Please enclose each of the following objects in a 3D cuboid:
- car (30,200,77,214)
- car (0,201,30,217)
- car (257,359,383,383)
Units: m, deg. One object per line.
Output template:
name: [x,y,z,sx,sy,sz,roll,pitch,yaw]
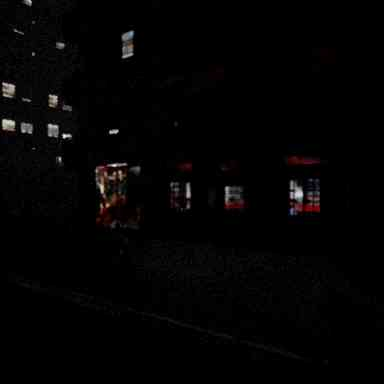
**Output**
car: [-13.324,1.324,32.186,1.752,1.417,4.829,1,1,35]
car: [-16.412,1.424,27.760,2.008,1.369,4.403,1,1,35]
car: [2.167,1.548,1.328,4.403,1.369,2.008,0,0,35]
